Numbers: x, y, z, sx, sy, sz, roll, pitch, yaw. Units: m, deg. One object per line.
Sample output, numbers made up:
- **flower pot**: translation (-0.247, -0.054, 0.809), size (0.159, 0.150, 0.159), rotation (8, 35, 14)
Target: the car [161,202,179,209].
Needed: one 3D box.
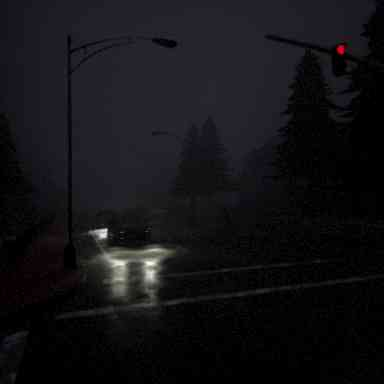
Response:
- **car**: translation (-4.827, 3.012, 73.472), size (1.845, 1.501, 3.633), rotation (0, -1, -20)

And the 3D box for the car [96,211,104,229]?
- **car**: translation (-7.072, 2.287, 28.364), size (1.994, 1.385, 4.181), rotation (0, -1, -20)

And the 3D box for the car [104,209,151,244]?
- **car**: translation (-3.684, 1.955, 19.001), size (1.882, 1.535, 5.008), rotation (0, -1, -20)

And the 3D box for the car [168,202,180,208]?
- **car**: translation (-4.485, 3.186, 81.459), size (1.970, 1.475, 3.806), rotation (0, -1, -20)

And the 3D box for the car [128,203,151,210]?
- **car**: translation (-8.462, 2.809, 51.161), size (1.895, 1.301, 4.718), rotation (-1, -1, 17)

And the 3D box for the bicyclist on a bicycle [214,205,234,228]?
- **bicyclist on a bicycle**: translation (2.328, 1.804, 24.351), size (1.656, 1.620, 0.582), rotation (-1, -1, -20)
